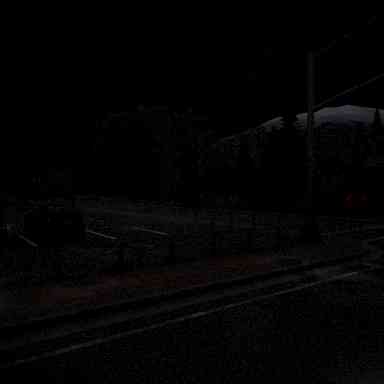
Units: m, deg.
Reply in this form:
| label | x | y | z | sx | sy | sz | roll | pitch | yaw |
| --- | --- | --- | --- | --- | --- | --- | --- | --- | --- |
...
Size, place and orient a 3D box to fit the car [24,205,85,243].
| label | x | y | z | sx | sy | sz | roll | pitch | yaw |
| --- | --- | --- | --- | --- | --- | --- | --- | --- | --- |
| car | -6.367 | 1.340 | 15.306 | 2.007 | 1.523 | 4.514 | 0 | 0 | -36 |

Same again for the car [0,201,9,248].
| label | x | y | z | sx | sy | sz | roll | pitch | yaw |
| --- | --- | --- | --- | --- | --- | --- | --- | --- | --- |
| car | -8.880 | 1.331 | 13.428 | 2.152 | 1.636 | 5.027 | 0 | 0 | -36 |

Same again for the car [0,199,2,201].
| label | x | y | z | sx | sy | sz | roll | pitch | yaw |
| --- | --- | --- | --- | --- | --- | --- | --- | --- | --- |
| car | -21.607 | 1.374 | 36.413 | 1.845 | 1.501 | 3.633 | 0 | 0 | -36 |
